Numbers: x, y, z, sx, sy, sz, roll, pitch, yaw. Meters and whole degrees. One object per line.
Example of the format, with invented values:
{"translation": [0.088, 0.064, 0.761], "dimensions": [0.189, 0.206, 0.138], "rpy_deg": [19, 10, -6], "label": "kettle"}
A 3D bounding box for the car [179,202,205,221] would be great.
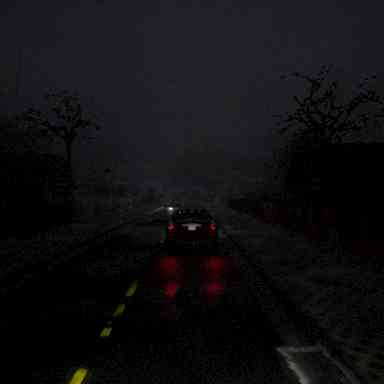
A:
{"translation": [0.000, 1.668, 29.662], "dimensions": [2.033, 1.411, 5.357], "rpy_deg": [0, 0, 0], "label": "car"}

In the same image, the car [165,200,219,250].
{"translation": [0.000, 1.394, 14.628], "dimensions": [2.097, 1.767, 4.553], "rpy_deg": [0, 0, 0], "label": "car"}
